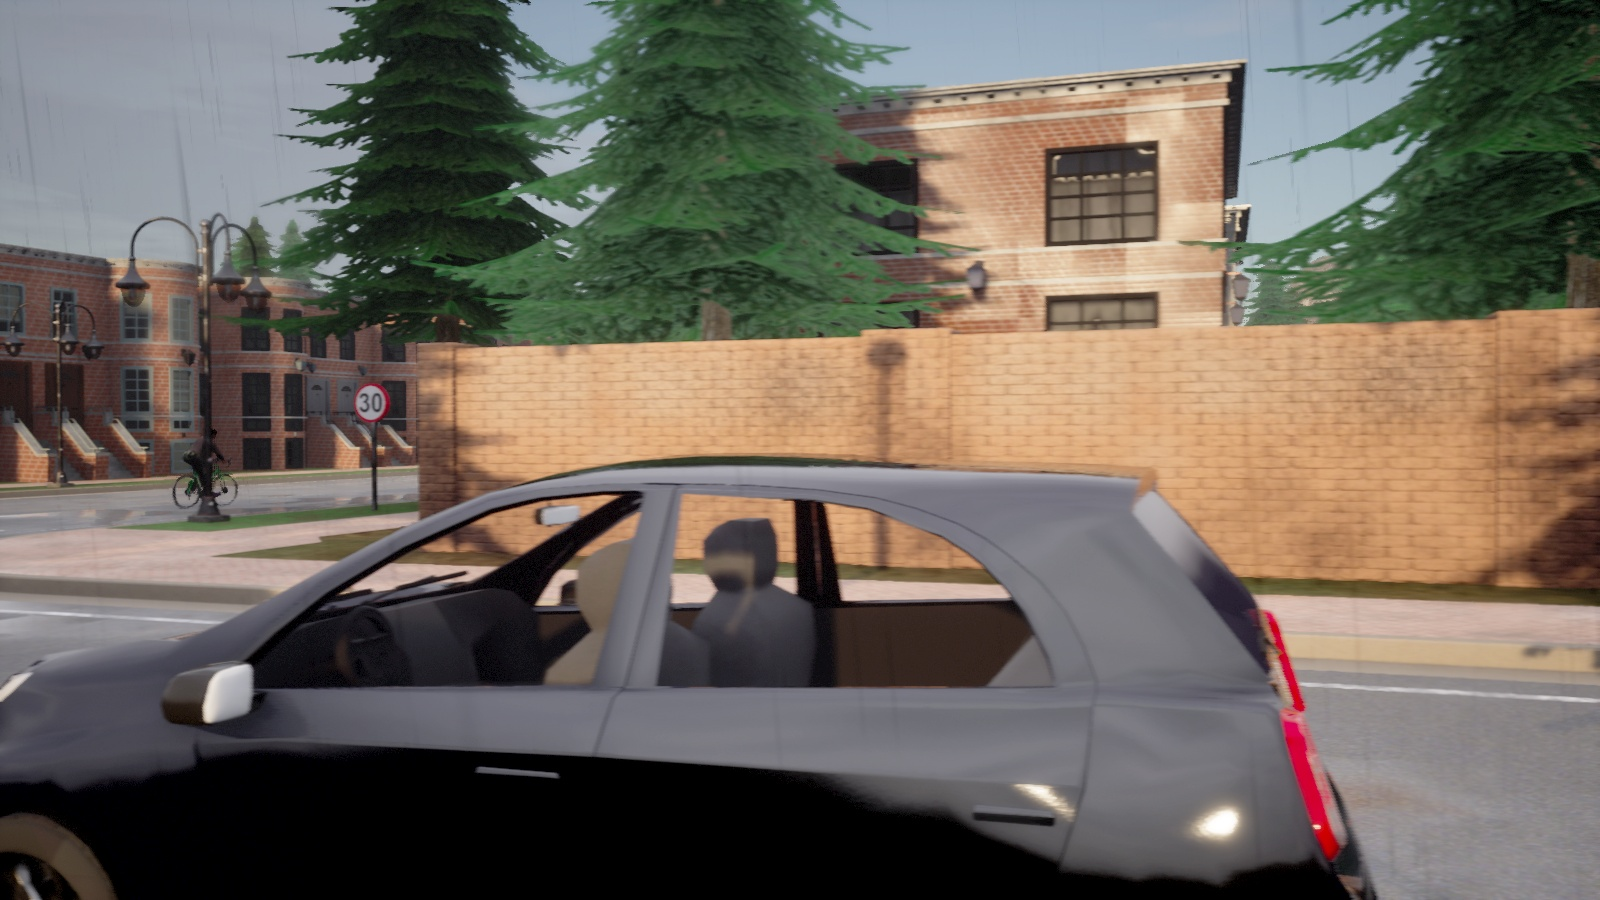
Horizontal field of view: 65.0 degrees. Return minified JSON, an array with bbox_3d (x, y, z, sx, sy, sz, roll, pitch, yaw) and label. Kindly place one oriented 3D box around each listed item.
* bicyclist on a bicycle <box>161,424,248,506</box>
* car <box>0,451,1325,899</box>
[{"bbox_3d":[-12.079,0.287,25.517,0.582,1.620,1.656,1,1,21],"label":"bicyclist on a bicycle"},{"bbox_3d":[-0.621,0.784,3.402,3.633,1.501,1.845,1,1,19],"label":"car"}]
